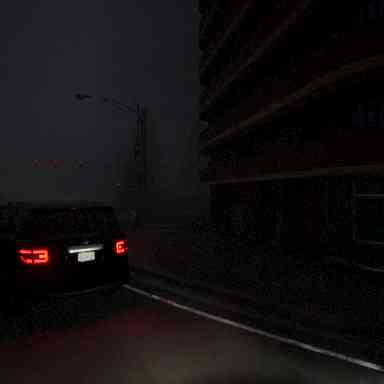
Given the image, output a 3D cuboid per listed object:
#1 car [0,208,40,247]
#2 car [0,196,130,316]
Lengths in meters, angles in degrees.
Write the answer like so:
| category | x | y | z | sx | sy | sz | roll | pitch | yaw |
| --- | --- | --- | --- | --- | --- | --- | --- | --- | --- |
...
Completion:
| category | x | y | z | sx | sy | sz | roll | pitch | yaw |
| --- | --- | --- | --- | --- | --- | --- | --- | --- | --- |
| car | -8.425 | 1.564 | 15.847 | 1.994 | 1.385 | 4.181 | 0 | 0 | -26 |
| car | -3.554 | 1.221 | 7.879 | 2.150 | 2.045 | 5.566 | 0 | 0 | -40 |
